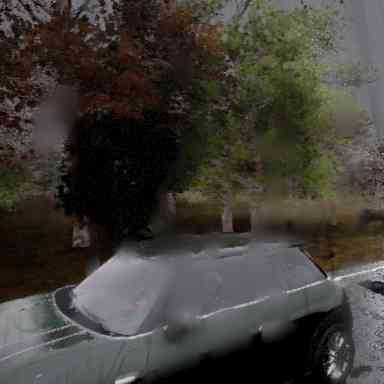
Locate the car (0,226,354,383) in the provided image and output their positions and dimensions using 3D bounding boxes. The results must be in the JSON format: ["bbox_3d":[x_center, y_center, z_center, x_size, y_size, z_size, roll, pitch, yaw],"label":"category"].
[{"bbox_3d":[-0.262,1.346,3.697,4.553,1.767,2.097,0,0,-35],"label":"car"}]
